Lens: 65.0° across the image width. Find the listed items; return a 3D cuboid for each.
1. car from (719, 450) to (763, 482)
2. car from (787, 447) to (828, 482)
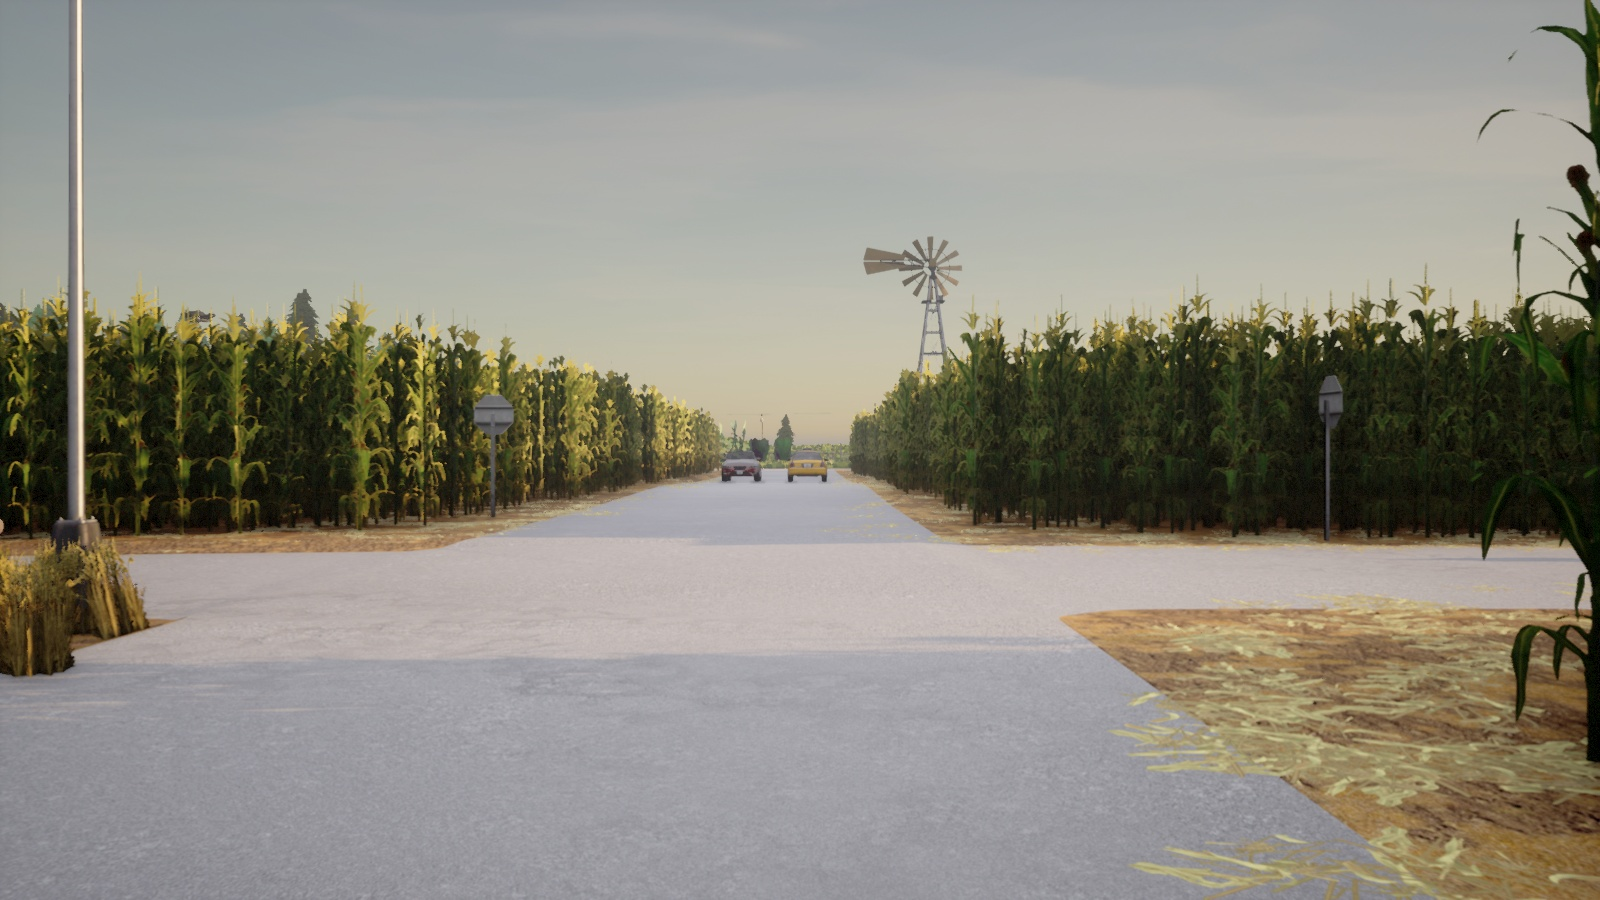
[{"bbox_3d":[-2.753,0.759,59.336,1.816,1.474,4.193,0,-1,0],"label":"car"},{"bbox_3d":[0.345,0.681,58.812,1.801,1.575,5.366,0,-1,0],"label":"car"}]
